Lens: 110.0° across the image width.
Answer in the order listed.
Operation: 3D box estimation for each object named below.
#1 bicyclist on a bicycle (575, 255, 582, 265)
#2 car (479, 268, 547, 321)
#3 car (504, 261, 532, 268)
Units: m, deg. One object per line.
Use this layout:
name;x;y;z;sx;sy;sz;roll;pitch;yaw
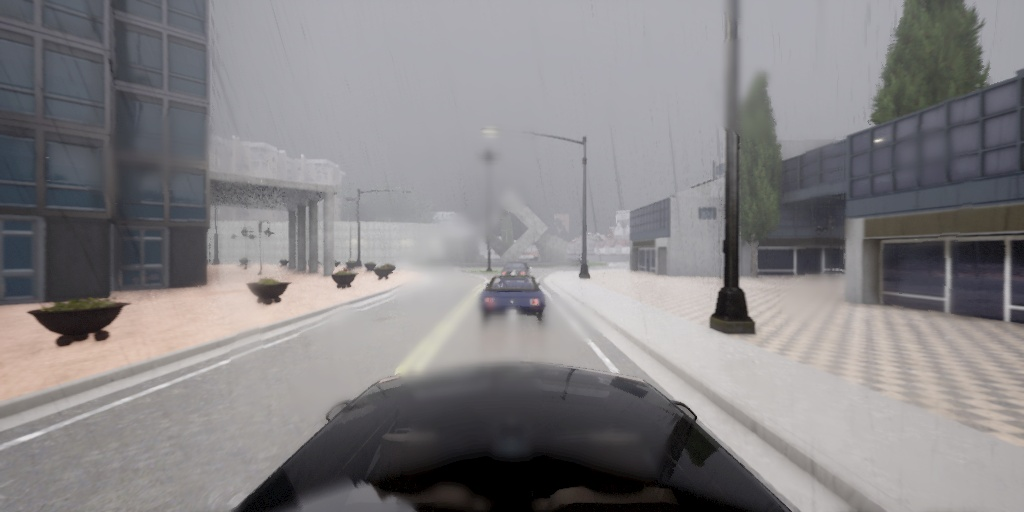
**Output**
bicyclist on a bicycle;10.087;0.645;52.543;1.656;1.620;0.582;0;-17;35
car;0.057;1.258;11.964;1.895;1.301;4.718;0;0;1
car;0.339;1.086;25.131;2.033;1.411;5.357;0;1;5
